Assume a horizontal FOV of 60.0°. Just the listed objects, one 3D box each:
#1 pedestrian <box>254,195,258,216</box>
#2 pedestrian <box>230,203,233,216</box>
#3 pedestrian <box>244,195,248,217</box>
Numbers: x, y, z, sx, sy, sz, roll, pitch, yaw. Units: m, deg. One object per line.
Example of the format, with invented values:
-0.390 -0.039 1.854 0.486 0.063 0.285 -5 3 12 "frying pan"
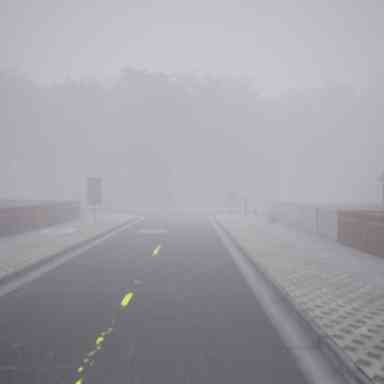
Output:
5.515 1.186 28.796 0.375 1.860 0.375 -1 1 0 "pedestrian"
3.515 1.578 29.405 0.500 1.100 0.500 -1 1 0 "pedestrian"
4.515 1.185 28.196 0.375 1.860 0.375 -1 1 0 "pedestrian"
